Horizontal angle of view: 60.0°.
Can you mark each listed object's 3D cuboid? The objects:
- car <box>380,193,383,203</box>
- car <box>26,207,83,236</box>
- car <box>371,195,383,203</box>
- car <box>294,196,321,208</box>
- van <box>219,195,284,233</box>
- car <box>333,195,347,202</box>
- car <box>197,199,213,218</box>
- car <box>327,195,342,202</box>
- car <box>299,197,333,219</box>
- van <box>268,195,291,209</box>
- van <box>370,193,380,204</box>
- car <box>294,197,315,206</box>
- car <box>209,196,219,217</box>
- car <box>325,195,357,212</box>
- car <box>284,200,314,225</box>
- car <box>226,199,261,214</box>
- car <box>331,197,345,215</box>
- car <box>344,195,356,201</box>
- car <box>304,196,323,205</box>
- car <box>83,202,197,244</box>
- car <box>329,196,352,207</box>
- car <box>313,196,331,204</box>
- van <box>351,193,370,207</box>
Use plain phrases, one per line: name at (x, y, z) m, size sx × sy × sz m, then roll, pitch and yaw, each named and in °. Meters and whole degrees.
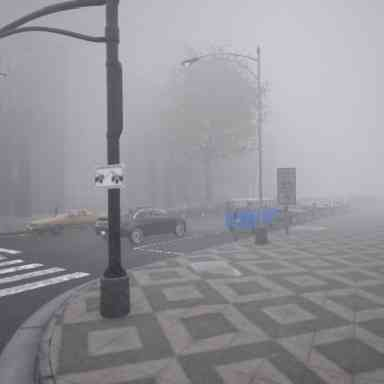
car at (31.947, 1.275, 58.067) m, size 1.752 × 1.417 × 4.829 m, roll -1°, pitch -1°, yaw 36°
car at (-6.786, 1.564, 18.849) m, size 1.752 × 1.417 × 4.829 m, roll -1°, pitch 0°, yaw 36°
car at (35.011, 1.305, 62.323) m, size 1.947 × 1.339 × 4.313 m, roll -1°, pitch -1°, yaw 36°
car at (15.958, 1.387, 45.717) m, size 2.128 × 1.511 × 4.902 m, roll -1°, pitch -1°, yaw 36°
van at (3.387, 1.213, 18.387) m, size 1.690 × 1.788 × 3.998 m, roll -1°, pitch 0°, yaw 36°
car at (33.161, 1.416, 74.345) m, size 1.887 × 1.381 × 4.507 m, roll -1°, pitch -1°, yaw 36°
car at (-0.501, 1.552, 27.571) m, size 1.887 × 1.381 × 4.507 m, roll -1°, pitch 0°, yaw 36°
car at (29.981, 1.433, 69.927) m, size 2.008 × 1.369 × 4.403 m, roll -1°, pitch -1°, yaw 36°
car at (9.714, 1.386, 27.173) m, size 1.887 × 1.381 × 4.507 m, roll -1°, pitch 0°, yaw 36°
van at (11.854, 1.293, 44.744) m, size 1.690 × 1.788 × 3.998 m, roll -1°, pitch 0°, yaw 36°
van at (28.683, 1.103, 53.537) m, size 1.690 × 1.788 × 3.998 m, roll -1°, pitch -1°, yaw 36°
car at (18.035, 1.493, 53.327) m, size 1.947 × 1.339 × 4.313 m, roll -1°, pitch 0°, yaw 36°
car at (2.585, 1.307, 31.865) m, size 2.192 × 1.841 × 5.009 m, roll -1°, pitch 0°, yaw 36°
car at (16.038, 1.364, 35.960) m, size 2.008 × 1.369 × 4.403 m, roll -1°, pitch 0°, yaw 36°
car at (6.552, 1.422, 22.779) m, size 1.947 × 1.339 × 4.313 m, roll -1°, pitch 0°, yaw 36°
car at (5.678, 1.529, 36.157) m, size 2.008 × 1.369 × 4.403 m, roll -1°, pitch 0°, yaw 36°
car at (12.876, 1.409, 31.567) m, size 1.802 × 1.307 × 4.206 m, roll -1°, pitch 0°, yaw 36°
car at (39.522, 1.402, 83.184) m, size 2.008 × 1.369 × 4.403 m, roll -1°, pitch -1°, yaw 36°
car at (21.026, 1.440, 57.483) m, size 1.752 × 1.417 × 4.829 m, roll -1°, pitch -1°, yaw 36°
car at (-2.170, 1.429, 15.395) m, size 2.128 × 1.511 × 4.902 m, roll -1°, pitch -1°, yaw 36°
car at (21.800, 1.376, 48.698) m, size 2.033 × 1.411 × 5.357 m, roll -1°, pitch -1°, yaw 36°
car at (24.215, 1.454, 61.914) m, size 2.008 × 1.369 × 4.403 m, roll -1°, pitch -1°, yaw 36°
van at (22.359, 1.128, 44.749) m, size 1.690 × 1.788 × 3.998 m, roll -1°, pitch 0°, yaw 36°
